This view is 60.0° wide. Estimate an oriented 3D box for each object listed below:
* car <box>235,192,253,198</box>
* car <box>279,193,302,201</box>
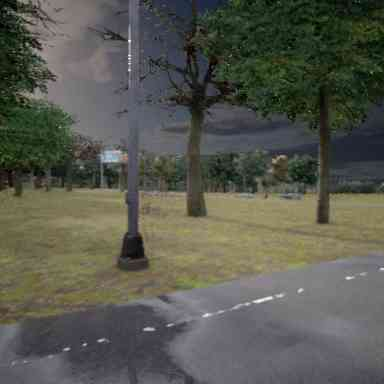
[{"bbox_3d":[12.423,0.758,79.783,1.895,1.301,4.718,2,0,-34],"label":"car"},{"bbox_3d":[20.209,0.996,68.416,2.128,1.511,4.902,2,0,-34],"label":"car"}]
